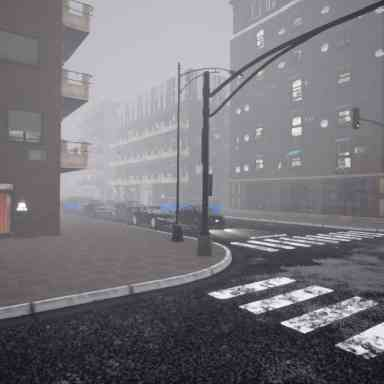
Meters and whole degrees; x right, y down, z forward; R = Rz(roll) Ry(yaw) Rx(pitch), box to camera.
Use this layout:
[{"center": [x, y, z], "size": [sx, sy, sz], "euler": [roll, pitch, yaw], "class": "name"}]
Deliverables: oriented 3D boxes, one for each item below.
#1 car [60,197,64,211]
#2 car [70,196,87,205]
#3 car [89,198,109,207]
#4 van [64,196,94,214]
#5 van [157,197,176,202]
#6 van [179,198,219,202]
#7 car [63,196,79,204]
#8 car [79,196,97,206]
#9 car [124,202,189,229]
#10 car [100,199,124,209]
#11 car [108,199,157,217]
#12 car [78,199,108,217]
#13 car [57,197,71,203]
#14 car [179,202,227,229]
[{"center": [-15.174, 1.580, 40.001], "size": [2.008, 1.369, 4.403], "euler": [1, -1, -35], "class": "car"}, {"center": [-21.426, 1.605, 62.887], "size": [1.967, 1.590, 4.097], "euler": [1, -1, -35], "class": "car"}, {"center": [-15.061, 1.729, 53.685], "size": [1.802, 1.307, 4.206], "euler": [1, -1, -35], "class": "car"}, {"center": [-11.989, 1.361, 35.403], "size": [1.690, 1.788, 3.998], "euler": [1, -1, -35], "class": "van"}, {"center": [-2.326, 1.449, 35.286], "size": [1.690, 1.788, 3.998], "euler": [1, -1, -35], "class": "van"}, {"center": [0.858, 1.439, 30.686], "size": [1.690, 1.788, 3.998], "euler": [1, -1, -35], "class": "van"}, {"center": [-24.610, 1.614, 67.487], "size": [1.967, 1.590, 4.097], "euler": [1, -1, -35], "class": "car"}, {"center": [-18.243, 1.597, 58.287], "size": [1.967, 1.590, 4.097], "euler": [1, -1, -35], "class": "car"}, {"center": [-2.440, 1.539, 21.600], "size": [2.008, 1.369, 4.403], "euler": [1, -1, -35], "class": "car"}, {"center": [-11.877, 1.683, 49.086], "size": [1.887, 1.381, 4.507], "euler": [1, -1, -35], "class": "car"}, {"center": [-5.517, 1.528, 30.381], "size": [2.128, 1.511, 4.902], "euler": [1, -1, -35], "class": "car"}, {"center": [-8.807, 1.591, 30.801], "size": [1.802, 1.307, 4.206], "euler": [1, -1, -35], "class": "car"}, {"center": [-27.794, 1.727, 72.087], "size": [1.887, 1.381, 4.507], "euler": [1, -1, -35], "class": "car"}, {"center": [0.388, 1.581, 21.845], "size": [1.994, 1.385, 4.181], "euler": [1, -1, -35], "class": "car"}]
